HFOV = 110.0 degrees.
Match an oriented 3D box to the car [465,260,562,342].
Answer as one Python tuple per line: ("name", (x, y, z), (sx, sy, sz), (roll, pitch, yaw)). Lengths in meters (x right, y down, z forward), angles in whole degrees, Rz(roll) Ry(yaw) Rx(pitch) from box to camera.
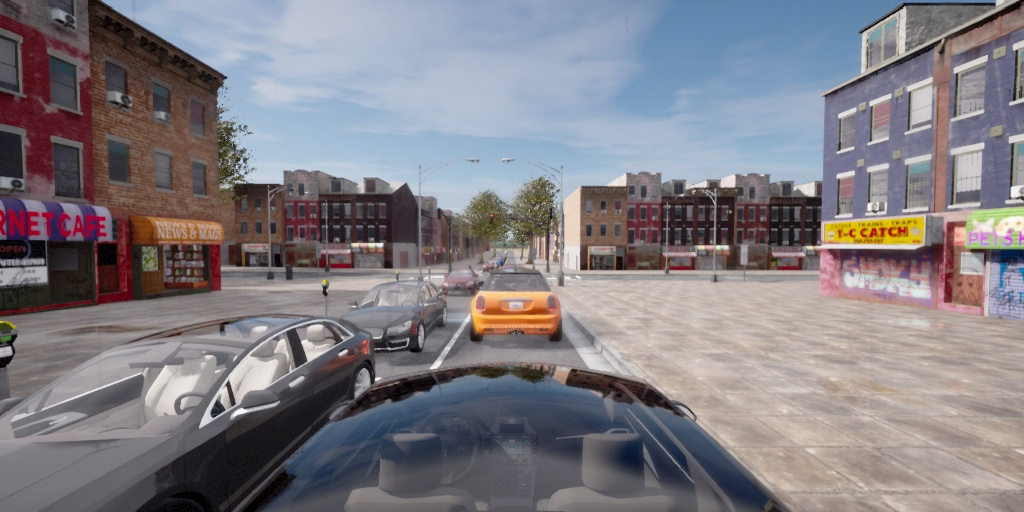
("car", (0.085, 1.100, 9.941), (2.097, 1.767, 4.553), (0, 0, 0))

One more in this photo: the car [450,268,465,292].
("car", (-2.672, 1.334, 19.526), (1.802, 1.307, 4.207), (0, 0, 0))

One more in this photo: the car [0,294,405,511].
("car", (-2.643, 1.299, 3.183), (2.007, 1.370, 4.403), (0, 0, 0))

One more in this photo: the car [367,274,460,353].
("car", (-2.652, 1.298, 8.632), (2.007, 1.370, 4.403), (0, 0, 0))

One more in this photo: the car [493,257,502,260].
("car", (-2.719, 1.239, 46.301), (1.967, 1.591, 4.097), (0, 0, 0))
